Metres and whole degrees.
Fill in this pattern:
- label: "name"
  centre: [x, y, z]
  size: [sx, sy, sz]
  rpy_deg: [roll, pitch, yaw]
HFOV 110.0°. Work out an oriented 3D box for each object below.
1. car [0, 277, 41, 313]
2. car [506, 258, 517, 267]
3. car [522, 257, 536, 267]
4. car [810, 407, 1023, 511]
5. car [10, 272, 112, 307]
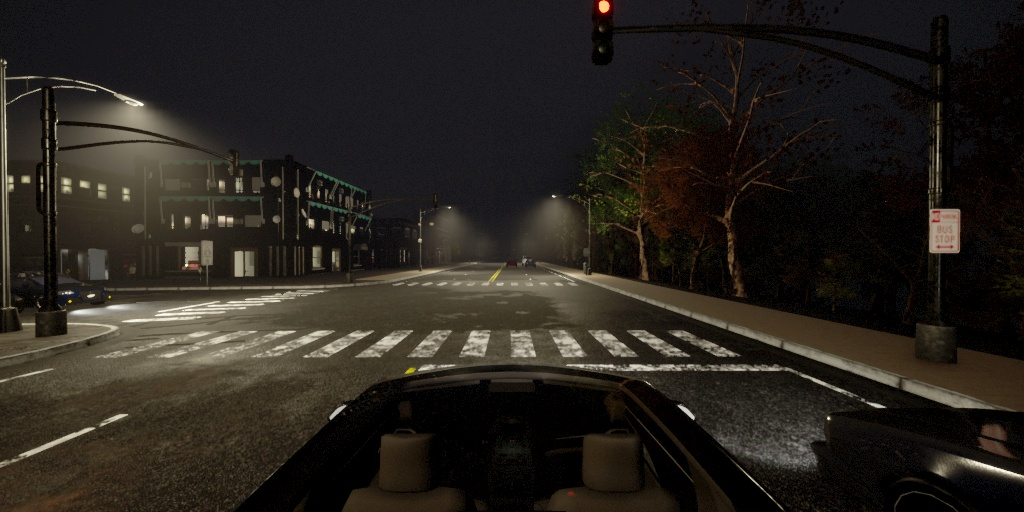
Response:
- label: "car"
  centre: [-19.969, 1.565, 12.514]
  size: [4.313, 1.339, 1.948]
  rpy_deg: [0, 0, 0]
- label: "car"
  centre: [-0.027, 1.204, 63.151]
  size: [1.882, 1.535, 5.008]
  rpy_deg: [0, 0, 0]
- label: "car"
  centre: [3.226, 1.274, 63.182]
  size: [2.033, 1.411, 5.357]
  rpy_deg: [0, 0, 0]
- label: "car"
  centre: [3.354, 1.298, 0.401]
  size: [2.033, 1.411, 5.357]
  rpy_deg: [0, 0, 0]
- label: "car"
  centre: [-19.861, 1.534, 15.220]
  size: [4.181, 1.385, 1.994]
  rpy_deg: [-1, 1, 0]
